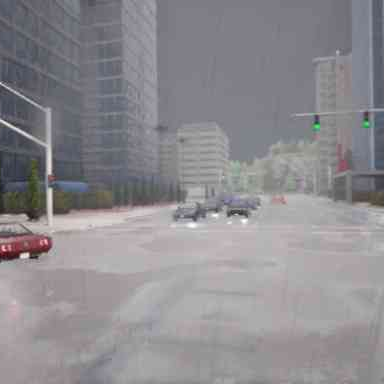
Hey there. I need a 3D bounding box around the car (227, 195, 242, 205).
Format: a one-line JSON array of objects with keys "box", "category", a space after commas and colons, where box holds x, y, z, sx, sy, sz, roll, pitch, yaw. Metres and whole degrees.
[{"box": [7.223, 1.297, 55.894, 1.882, 1.535, 5.008, -1, 0, 14], "category": "car"}]

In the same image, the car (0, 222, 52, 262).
[{"box": [-7.037, 1.701, 11.448, 4.718, 1.301, 1.895, -1, 0, 32], "category": "car"}]

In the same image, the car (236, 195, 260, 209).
[{"box": [6.659, 1.353, 39.308, 1.837, 1.490, 4.892, -1, 0, 14], "category": "car"}]

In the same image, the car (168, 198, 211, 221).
[{"box": [-0.105, 1.497, 26.671, 1.812, 1.442, 4.674, -1, 0, 16], "category": "car"}]

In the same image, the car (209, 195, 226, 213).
[{"box": [2.133, 1.430, 35.650, 1.837, 1.490, 4.892, -1, 0, 14], "category": "car"}]

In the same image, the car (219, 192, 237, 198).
[{"box": [4.688, 1.094, 45.736, 2.150, 2.045, 5.566, -1, 0, 14], "category": "car"}]

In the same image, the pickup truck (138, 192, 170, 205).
[{"box": [-6.495, 1.100, 55.100, 2.390, 2.098, 6.274, -1, 0, 44], "category": "pickup truck"}]

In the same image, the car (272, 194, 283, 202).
[{"box": [16.543, 1.186, 64.419, 1.812, 1.442, 4.674, -1, 0, 14], "category": "car"}]

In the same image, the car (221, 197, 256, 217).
[{"box": [4.267, 1.445, 29.760, 2.033, 1.411, 5.357, -1, 0, 14], "category": "car"}]

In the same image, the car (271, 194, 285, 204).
[{"box": [14.071, 1.063, 54.428, 2.097, 1.767, 4.553, -1, 0, 14], "category": "car"}]
